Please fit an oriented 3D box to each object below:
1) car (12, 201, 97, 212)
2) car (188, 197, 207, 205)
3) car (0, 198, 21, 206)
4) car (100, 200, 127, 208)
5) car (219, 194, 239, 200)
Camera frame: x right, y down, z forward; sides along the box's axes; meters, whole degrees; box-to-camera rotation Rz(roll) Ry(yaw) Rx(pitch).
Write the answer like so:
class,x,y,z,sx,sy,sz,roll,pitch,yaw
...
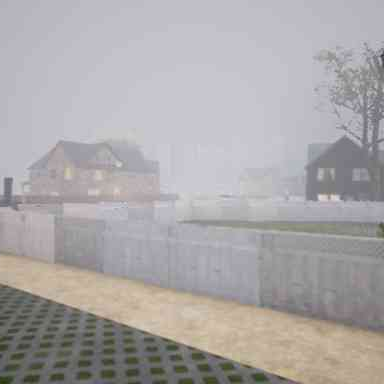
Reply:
class,x,y,z,sx,sy,sz,roll,pitch,yaw
car,-9.923,1.560,24.318,2.033,1.411,5.357,2,1,41
car,0.773,1.461,44.632,2.128,1.511,4.902,2,1,25
car,-14.027,1.299,23.392,2.097,1.767,4.553,2,1,36
car,-7.735,1.491,31.670,2.033,1.411,5.357,2,1,38
car,5.426,1.266,48.422,2.150,2.045,5.566,1,1,19
